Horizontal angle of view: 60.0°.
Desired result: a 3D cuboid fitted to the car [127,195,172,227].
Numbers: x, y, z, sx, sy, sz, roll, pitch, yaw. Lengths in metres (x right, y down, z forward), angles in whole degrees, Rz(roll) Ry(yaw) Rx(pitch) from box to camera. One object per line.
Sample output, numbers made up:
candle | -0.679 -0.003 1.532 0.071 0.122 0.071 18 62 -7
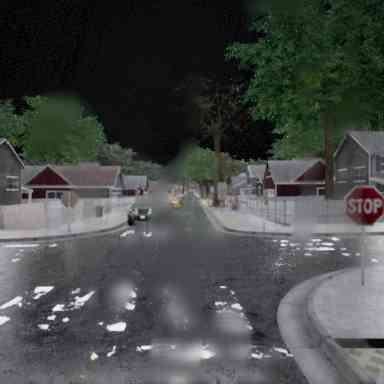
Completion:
car | -2.933 1.214 23.365 2.150 2.045 5.566 0 0 3

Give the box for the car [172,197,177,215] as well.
car | -2.805 1.511 34.319 1.812 1.442 4.674 0 0 0

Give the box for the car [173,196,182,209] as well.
car | -2.786 1.457 44.752 1.882 1.535 5.008 0 0 0
